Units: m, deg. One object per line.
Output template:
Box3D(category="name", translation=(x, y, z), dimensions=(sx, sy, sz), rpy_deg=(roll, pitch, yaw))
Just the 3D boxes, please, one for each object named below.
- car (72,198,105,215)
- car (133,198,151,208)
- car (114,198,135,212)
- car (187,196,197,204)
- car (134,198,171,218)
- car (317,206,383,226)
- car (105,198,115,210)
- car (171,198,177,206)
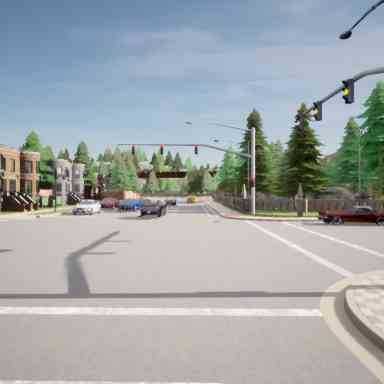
Box3D(category="car", translation=(-10.655, 1.526, 33.968), dimensions=(1.812, 1.442, 4.674), rpy_deg=(0, 0, 0))
Box3D(category="car", translation=(-7.150, 1.564, 48.295), dimensions=(1.994, 1.385, 4.181), rpy_deg=(0, 0, 0))
Box3D(category="car", translation=(-7.161, 1.477, 38.307), dimensions=(1.882, 1.535, 5.008), rpy_deg=(0, 0, 0))
Box3D(category="car", translation=(-0.012, 1.477, 64.859), dimensions=(1.882, 1.535, 5.008), rpy_deg=(0, 0, 0))
Box3D(category="car", translation=(-3.490, 1.491, 30.448), dimensions=(2.128, 1.511, 4.902), rpy_deg=(0, 0, 3))
Box3D(category="car", translation=(11.149, 1.601, 22.840), dimensions=(4.718, 1.301, 1.895), rpy_deg=(0, 0, 2))
Box3D(category="car", translation=(-10.662, 1.477, 43.021), dimensions=(1.882, 1.535, 5.008), rpy_deg=(0, 0, 0))
Box3D(category="car", translation=(-3.495, 1.600, 54.878), dimensions=(1.895, 1.301, 4.718), rpy_deg=(0, 0, 0))
